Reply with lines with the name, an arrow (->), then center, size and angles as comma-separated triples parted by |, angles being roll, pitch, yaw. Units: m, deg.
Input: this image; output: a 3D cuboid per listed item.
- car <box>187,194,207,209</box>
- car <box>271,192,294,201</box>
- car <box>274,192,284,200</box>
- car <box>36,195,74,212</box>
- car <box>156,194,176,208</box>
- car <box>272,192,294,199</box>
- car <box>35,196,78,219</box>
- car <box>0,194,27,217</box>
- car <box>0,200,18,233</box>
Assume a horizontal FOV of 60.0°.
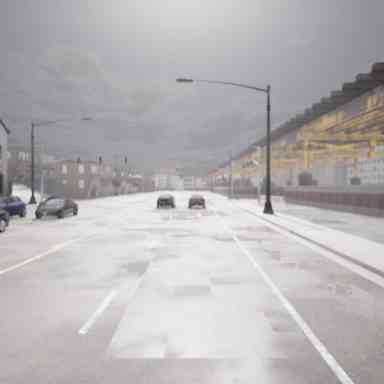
car -> 0.559, 1.048, 37.423 | 1.837, 1.490, 4.892 | 0, 1, 1
car -> 16.760, 0.713, 61.342 | 2.038, 1.542, 4.974 | 1, 1, 44
car -> 16.738, 0.612, 56.691 | 1.853, 1.218, 4.536 | 0, 1, -36
car -> -13.613, 1.111, 33.460 | 1.812, 1.442, 4.674 | 0, 1, 1
car -> -2.926, 1.010, 38.220 | 1.882, 1.535, 5.008 | 0, 1, 1
car -> 16.796, 0.555, 61.378 | 1.853, 1.218, 4.536 | 1, 1, 44
car -> -10.254, 1.208, 25.618 | 1.812, 1.442, 4.674 | 0, 1, 1
car -> -13.778, 1.056, 23.648 | 2.097, 1.767, 4.553 | 0, 1, 1
car -> -10.396, 1.312, 15.332 | 1.837, 1.490, 4.892 | 0, 1, 1
